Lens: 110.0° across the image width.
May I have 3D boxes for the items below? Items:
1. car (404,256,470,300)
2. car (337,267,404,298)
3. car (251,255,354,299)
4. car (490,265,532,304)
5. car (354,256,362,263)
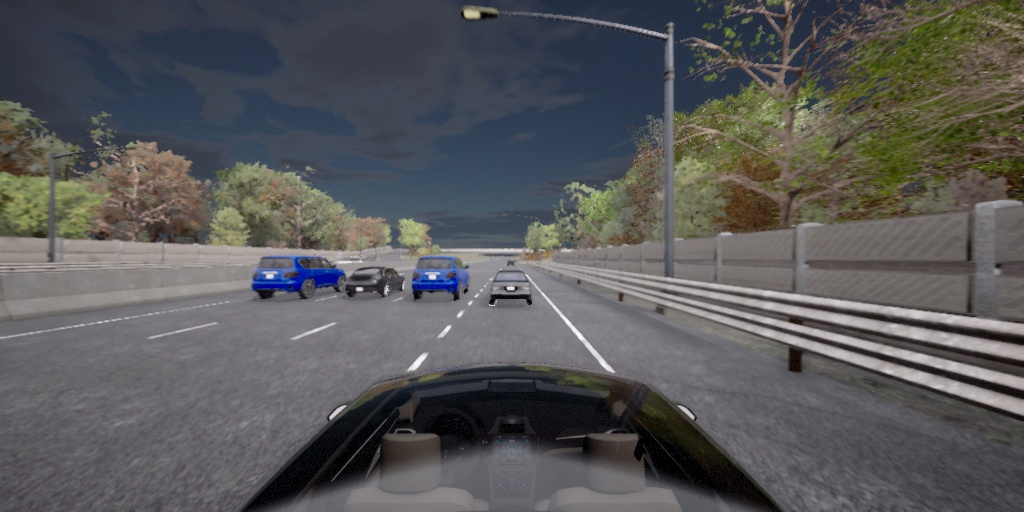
[{"bbox_3d":[-3.465,1.013,18.238,2.150,2.045,5.566,0,0,0],"label":"car"},{"bbox_3d":[-6.966,1.285,18.779,1.837,1.490,4.892,0,0,0],"label":"car"},{"bbox_3d":[-10.463,0.986,18.163,2.150,2.045,5.566,0,0,0],"label":"car"},{"bbox_3d":[-0.058,1.347,16.778,2.033,1.411,5.357,0,0,0],"label":"car"},{"bbox_3d":[-21.230,1.064,46.242,2.150,2.045,5.566,0,0,0],"label":"car"}]
